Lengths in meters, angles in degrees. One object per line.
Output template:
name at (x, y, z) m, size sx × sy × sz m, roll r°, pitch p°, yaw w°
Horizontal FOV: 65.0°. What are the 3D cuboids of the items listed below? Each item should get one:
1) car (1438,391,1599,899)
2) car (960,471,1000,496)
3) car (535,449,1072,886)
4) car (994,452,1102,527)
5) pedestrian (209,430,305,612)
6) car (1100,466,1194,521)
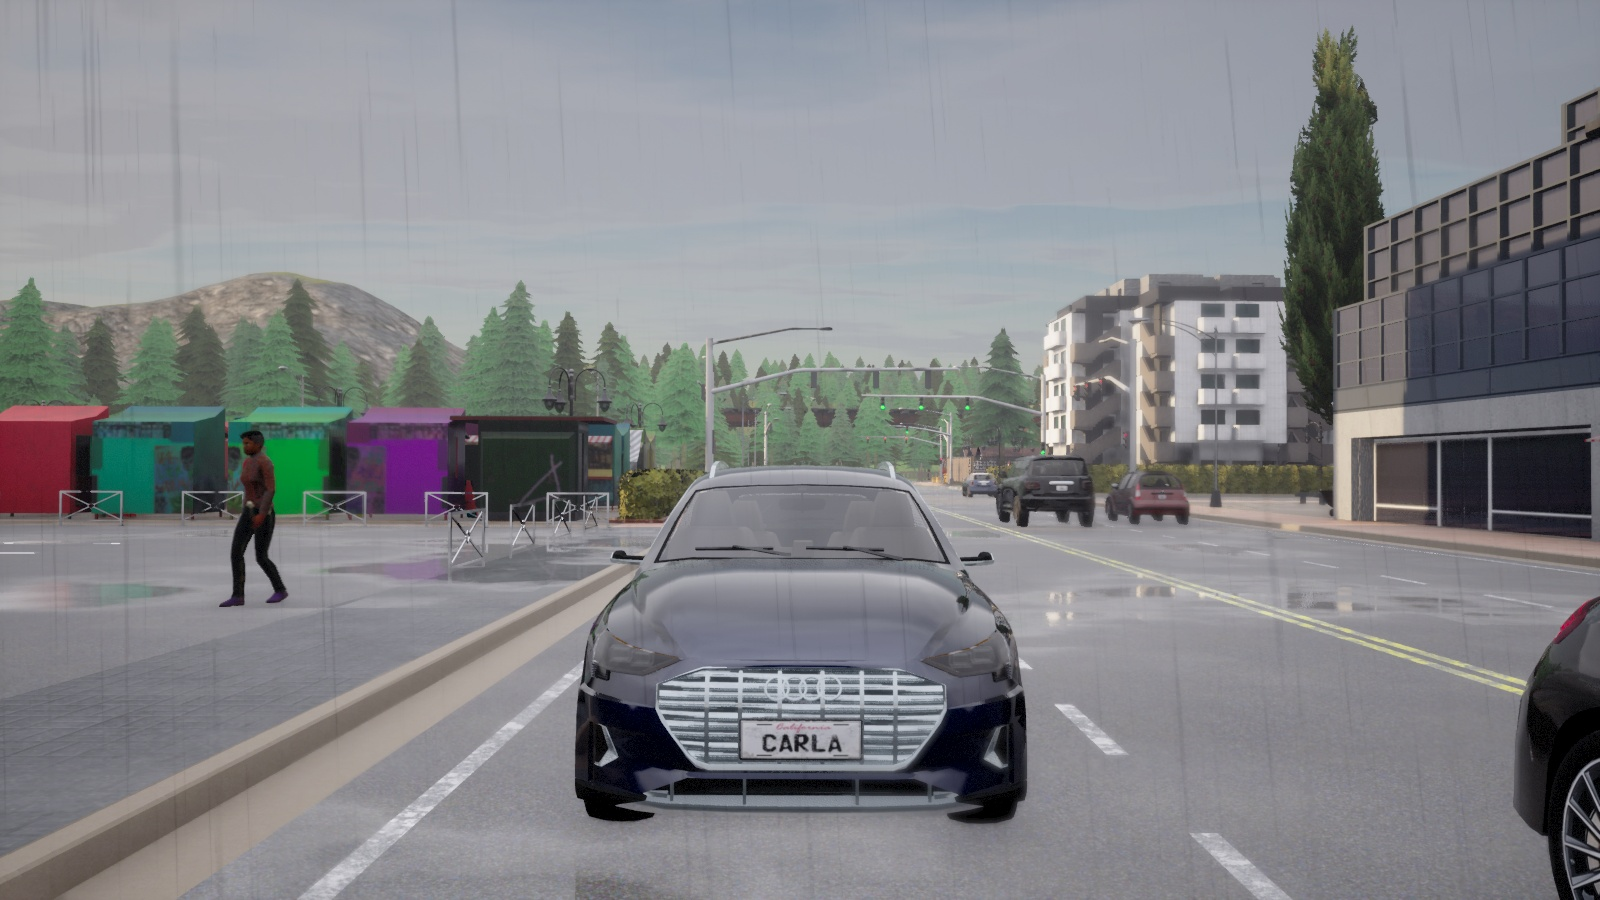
car at (3.494, 0.617, 2.241) m, size 2.152 × 1.651 × 5.027 m, roll 0°, pitch -1°, yaw 0°
car at (11.089, 2.033, 77.469) m, size 1.970 × 1.475 × 3.806 m, roll 0°, pitch -1°, yaw 0°
car at (0.019, 0.865, 7.197) m, size 2.033 × 1.649 × 4.856 m, roll 0°, pitch -1°, yaw 0°
car at (7.263, 1.132, 37.440) m, size 2.150 × 2.045 × 5.566 m, roll 0°, pitch -1°, yaw 0°
pedestrian at (-5.586, 0.712, 12.939) m, size 0.328 × 1.805 × 0.869 m, roll -1°, pitch -1°, yaw 33°
car at (10.779, 1.327, 39.255) m, size 1.851 × 1.617 × 3.988 m, roll 0°, pitch -1°, yaw 0°
